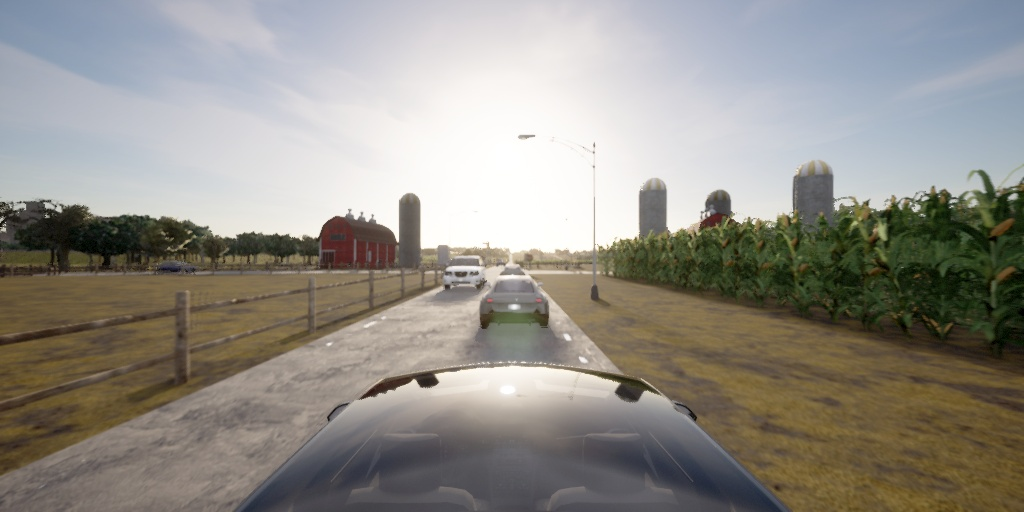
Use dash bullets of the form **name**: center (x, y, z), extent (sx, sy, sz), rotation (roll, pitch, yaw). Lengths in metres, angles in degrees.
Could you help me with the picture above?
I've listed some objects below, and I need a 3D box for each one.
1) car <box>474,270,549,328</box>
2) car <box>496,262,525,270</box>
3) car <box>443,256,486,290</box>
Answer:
- **car**: center (0.068, 1.314, 11.461), extent (1.994, 1.385, 4.181), rotation (0, 0, 0)
- **car**: center (0.048, 1.363, 28.214), extent (1.994, 1.385, 4.181), rotation (0, 0, 0)
- **car**: center (-2.874, 0.996, 22.826), extent (2.150, 2.045, 5.566), rotation (0, 0, 0)
